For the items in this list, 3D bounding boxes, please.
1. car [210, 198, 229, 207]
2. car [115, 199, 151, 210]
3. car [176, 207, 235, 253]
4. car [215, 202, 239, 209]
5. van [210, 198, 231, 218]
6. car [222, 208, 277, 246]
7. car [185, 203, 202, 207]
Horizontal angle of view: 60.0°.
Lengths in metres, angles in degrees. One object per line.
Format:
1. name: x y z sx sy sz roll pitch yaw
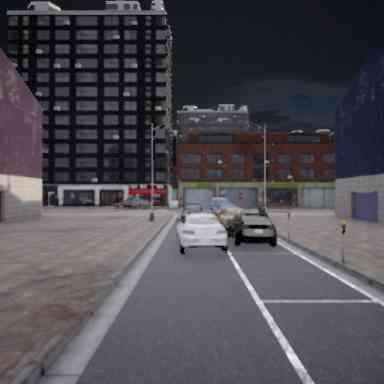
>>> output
1. car: 2.645 1.528 26.185 1.967 1.590 4.097 0 0 0
2. car: -8.030 1.654 45.192 4.902 1.511 2.128 0 -1 4
3. car: 0.336 1.565 13.877 1.812 1.442 4.674 0 0 -4
4. car: 2.644 1.591 20.881 1.752 1.417 4.829 0 0 0
5. van: 2.646 1.451 31.660 1.690 1.788 3.998 0 0 0
6. car: 2.644 1.609 15.237 1.947 1.339 4.313 0 0 0
7. car: 0.094 1.640 27.218 2.033 1.411 5.357 0 0 0
